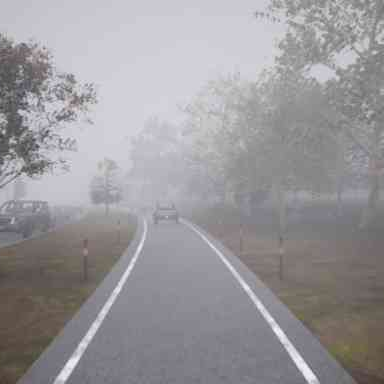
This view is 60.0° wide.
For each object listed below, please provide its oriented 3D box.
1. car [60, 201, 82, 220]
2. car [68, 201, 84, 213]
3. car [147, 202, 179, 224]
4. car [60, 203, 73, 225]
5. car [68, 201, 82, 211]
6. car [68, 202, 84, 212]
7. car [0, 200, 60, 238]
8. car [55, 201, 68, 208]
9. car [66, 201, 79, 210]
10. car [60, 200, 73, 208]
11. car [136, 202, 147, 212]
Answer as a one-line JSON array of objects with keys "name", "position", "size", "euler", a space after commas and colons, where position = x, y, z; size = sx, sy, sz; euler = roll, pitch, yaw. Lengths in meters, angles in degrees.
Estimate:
[{"name": "car", "position": [-11.947, 1.929, 30.722], "size": [2.231, 1.521, 4.892], "euler": [2, -2, -11]}, {"name": "car", "position": [-16.147, 2.175, 46.201], "size": [2.097, 1.535, 5.008], "euler": [0, -1, -18]}, {"name": "car", "position": [-2.153, 1.598, 26.135], "size": [2.128, 1.511, 4.902], "euler": [0, -1, -9]}, {"name": "car", "position": [-10.891, 1.846, 25.232], "size": [2.231, 1.521, 4.892], "euler": [2, -2, -10]}, {"name": "car", "position": [-20.311, 2.402, 57.489], "size": [2.097, 1.535, 5.008], "euler": [0, -1, -22]}, {"name": "car", "position": [-18.209, 2.286, 52.182], "size": [2.231, 1.521, 4.892], "euler": [0, -1, -20]}, {"name": "car", "position": [-10.015, 1.512, 19.679], "size": [2.435, 2.045, 5.566], "euler": [2, -1, -8]}, {"name": "car", "position": [-30.616, 2.836, 77.919], "size": [2.002, 1.452, 4.674], "euler": [1, -1, -32]}, {"name": "car", "position": [-22.791, 2.547, 63.206], "size": [2.002, 1.452, 4.674], "euler": [0, -1, -24]}, {"name": "car", "position": [-27.456, 2.668, 72.652], "size": [2.097, 1.535, 5.008], "euler": [-2, 0, -26]}, {"name": "car", "position": [-5.943, 1.902, 42.648], "size": [1.895, 1.301, 4.718], "euler": [-1, -1, -17]}]
